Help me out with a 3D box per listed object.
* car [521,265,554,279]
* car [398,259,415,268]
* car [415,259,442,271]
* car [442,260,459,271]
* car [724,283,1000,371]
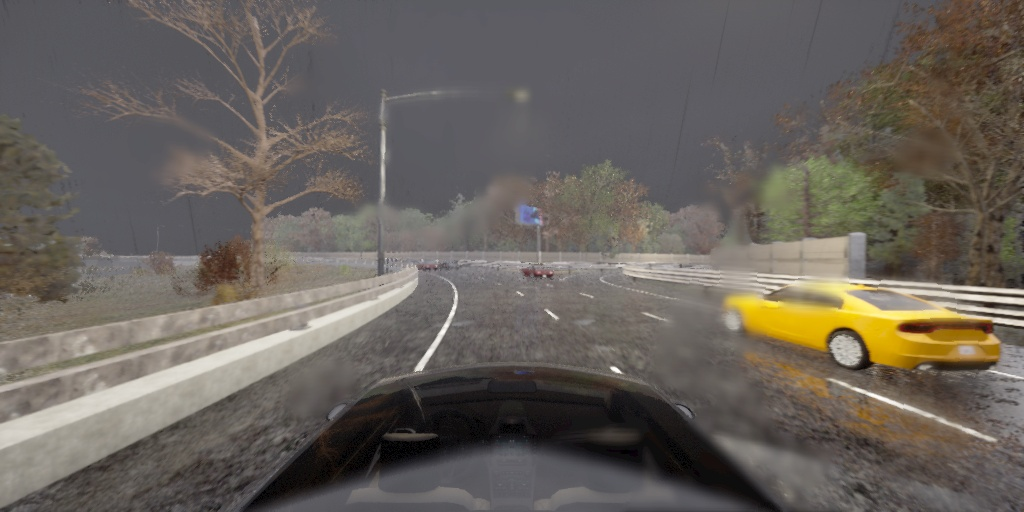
[{"bbox_3d":[2.346,1.549,34.792,1.895,1.301,4.718,1,0,-17],"label":"car"},{"bbox_3d":[-16.829,1.341,59.965,2.128,1.511,4.902,1,0,-35],"label":"car"},{"bbox_3d":[-12.251,1.463,52.187,1.895,1.301,4.718,1,0,-28],"label":"car"},{"bbox_3d":[-9.484,1.399,54.437,2.128,1.511,4.902,1,0,-28],"label":"car"},{"bbox_3d":[6.983,1.344,8.071,1.882,1.535,5.008,1,0,-3],"label":"car"}]
